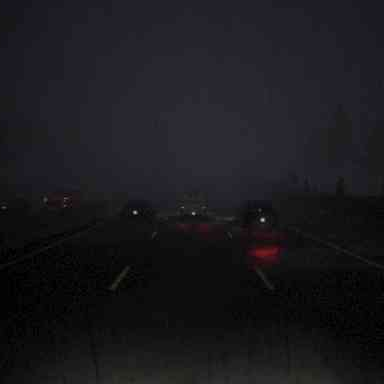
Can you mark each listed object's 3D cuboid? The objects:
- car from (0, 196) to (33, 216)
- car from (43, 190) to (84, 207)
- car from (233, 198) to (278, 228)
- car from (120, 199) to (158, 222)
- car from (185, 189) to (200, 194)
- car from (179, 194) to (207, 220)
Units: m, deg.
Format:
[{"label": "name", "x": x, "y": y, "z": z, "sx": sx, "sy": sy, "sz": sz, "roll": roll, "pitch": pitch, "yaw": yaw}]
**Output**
[{"label": "car", "x": -14.022, "y": 1.048, "z": 25.672, "sx": 1.812, "sy": 1.442, "sz": 4.674, "roll": 0, "pitch": 1, "yaw": 0}, {"label": "car", "x": -10.503, "y": 0.564, "z": 27.488, "sx": 2.097, "sy": 1.767, "sz": 4.553, "roll": 0, "pitch": 1, "yaw": 0}, {"label": "car", "x": 3.597, "y": 1.143, "z": 19.313, "sx": 1.837, "sy": 1.490, "sz": 4.892, "roll": 0, "pitch": 0, "yaw": 0}, {"label": "car", "x": -3.403, "y": 1.156, "z": 21.908, "sx": 1.994, "sy": 1.385, "sz": 4.181, "roll": 0, "pitch": 1, "yaw": 0}, {"label": "car", "x": 0.093, "y": 0.278, "z": 42.562, "sx": 2.033, "sy": 1.411, "sz": 5.357, "roll": 0, "pitch": 5, "yaw": 0}, {"label": "car", "x": 0.097, "y": 1.093, "z": 23.292, "sx": 1.812, "sy": 1.442, "sz": 4.674, "roll": 0, "pitch": 1, "yaw": 0}]
